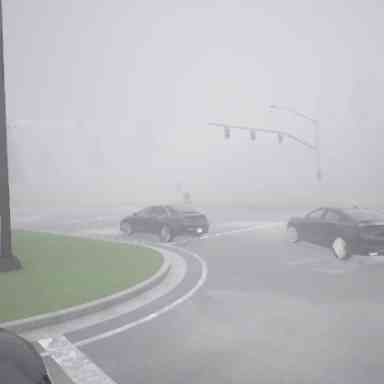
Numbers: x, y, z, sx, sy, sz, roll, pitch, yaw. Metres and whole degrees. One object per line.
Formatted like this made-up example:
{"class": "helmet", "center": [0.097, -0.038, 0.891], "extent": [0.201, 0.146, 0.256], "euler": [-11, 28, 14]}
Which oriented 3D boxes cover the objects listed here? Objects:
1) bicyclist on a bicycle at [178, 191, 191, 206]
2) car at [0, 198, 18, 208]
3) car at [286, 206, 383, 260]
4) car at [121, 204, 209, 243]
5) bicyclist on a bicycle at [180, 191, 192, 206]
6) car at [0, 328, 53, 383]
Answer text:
{"class": "bicyclist on a bicycle", "center": [-0.828, 0.742, 37.613], "extent": [0.582, 1.620, 1.656], "euler": [-1, 1, 34]}
{"class": "car", "center": [-25.222, 1.379, 43.309], "extent": [5.008, 1.535, 1.882], "euler": [-1, 1, 11]}
{"class": "car", "center": [5.005, 1.193, 11.322], "extent": [1.882, 1.535, 5.008], "euler": [0, 1, -10]}
{"class": "car", "center": [-1.392, 1.305, 15.174], "extent": [1.837, 1.490, 4.892], "euler": [1, -1, -44]}
{"class": "bicyclist on a bicycle", "center": [-0.460, 0.738, 37.361], "extent": [0.582, 1.620, 1.656], "euler": [-1, 1, 34]}
{"class": "car", "center": [-3.281, 1.544, 1.571], "extent": [4.902, 1.511, 2.128], "euler": [-2, 1, -37]}
